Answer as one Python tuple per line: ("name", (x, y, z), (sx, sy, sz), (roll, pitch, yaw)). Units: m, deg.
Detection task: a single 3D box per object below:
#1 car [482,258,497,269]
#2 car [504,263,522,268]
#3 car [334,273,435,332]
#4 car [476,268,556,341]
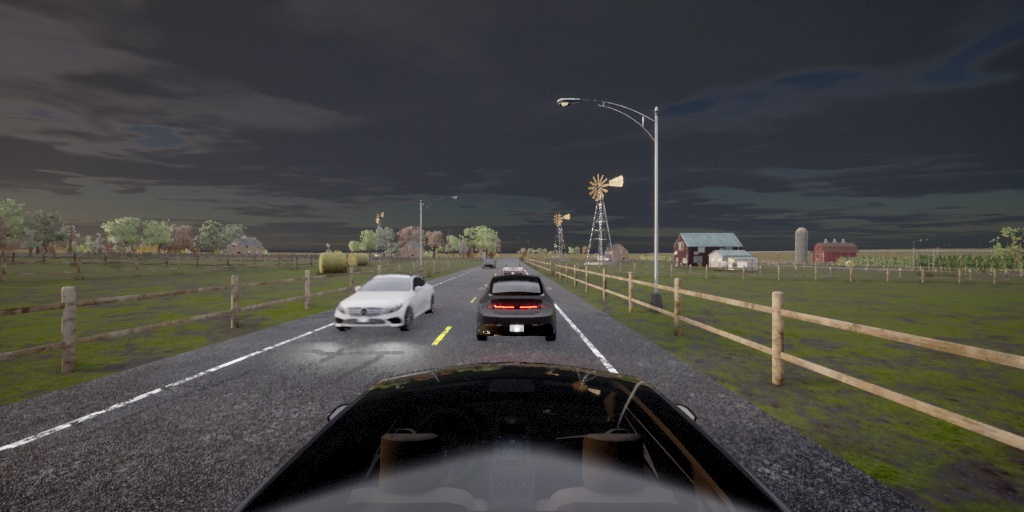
("car", (-3.510, 1.135, 55.585), (2.097, 1.767, 4.553), (0, 0, 0))
("car", (0.093, 1.344, 36.228), (1.895, 1.301, 4.718), (0, 0, 0))
("car", (-3.600, 1.273, 11.009), (1.812, 1.442, 4.674), (0, 0, 0))
("car", (0.099, 1.253, 9.857), (1.837, 1.490, 4.892), (0, 0, 0))
